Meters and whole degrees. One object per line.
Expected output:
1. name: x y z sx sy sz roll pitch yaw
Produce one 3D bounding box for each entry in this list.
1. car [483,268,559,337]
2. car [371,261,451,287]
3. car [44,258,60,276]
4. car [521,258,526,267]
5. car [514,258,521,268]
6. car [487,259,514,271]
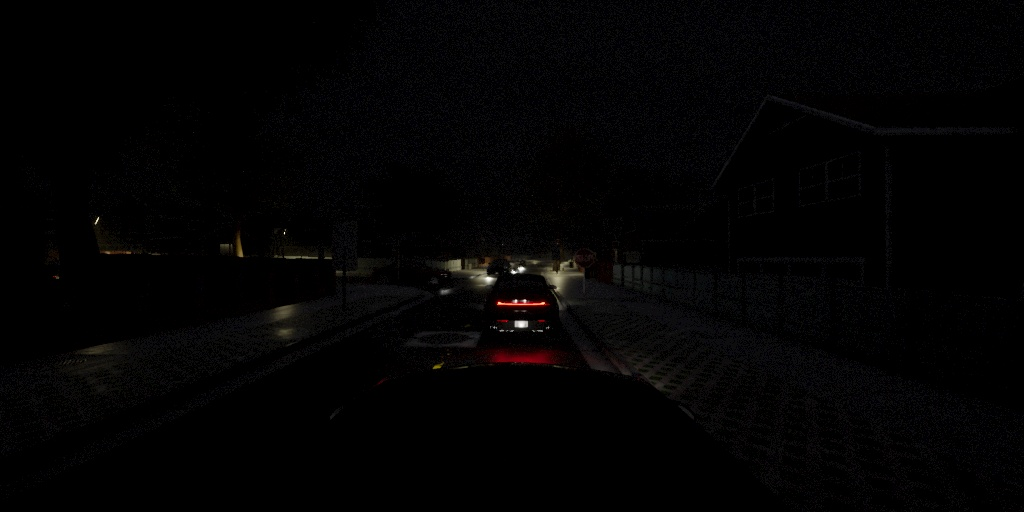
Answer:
1. car: 0.257 1.255 10.339 1.837 1.490 4.892 0 0 1
2. car: -6.436 1.111 23.134 5.008 1.535 1.882 1 0 0
3. car: -30.851 0.760 24.417 4.718 1.301 1.895 1 0 3
4. car: 1.194 1.040 58.428 2.128 1.511 4.902 0 0 8
5. car: -0.285 1.164 46.580 1.812 1.442 4.674 0 1 6
6. car: -1.272 1.058 36.486 2.097 1.767 4.553 0 0 5
